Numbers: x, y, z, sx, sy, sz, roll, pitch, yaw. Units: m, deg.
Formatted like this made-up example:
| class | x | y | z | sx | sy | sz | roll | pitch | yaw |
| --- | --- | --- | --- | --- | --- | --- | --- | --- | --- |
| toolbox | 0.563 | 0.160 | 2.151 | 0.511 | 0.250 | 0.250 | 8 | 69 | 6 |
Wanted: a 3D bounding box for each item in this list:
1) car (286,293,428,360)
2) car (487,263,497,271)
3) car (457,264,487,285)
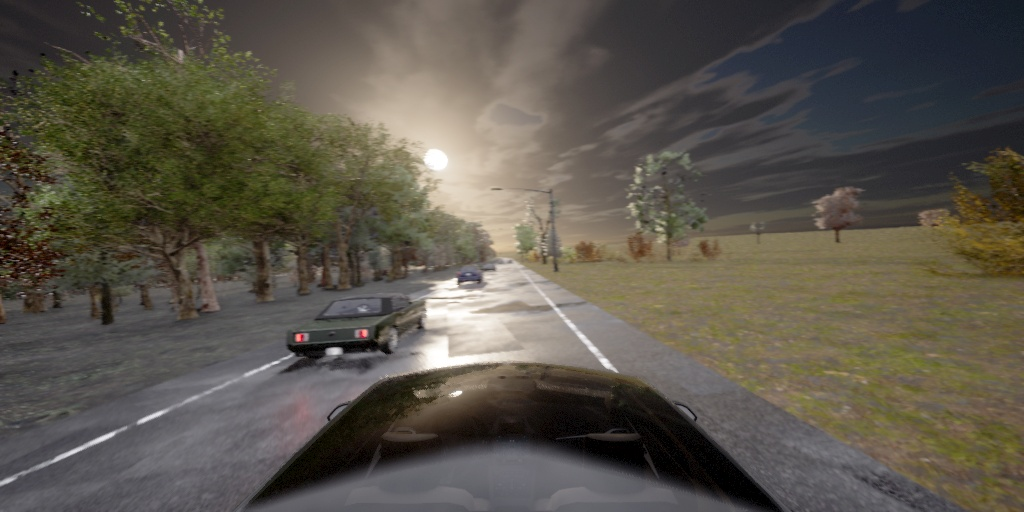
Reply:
| class | x | y | z | sx | sy | sz | roll | pitch | yaw |
| --- | --- | --- | --- | --- | --- | --- | --- | --- | --- |
| car | -3.593 | 1.642 | 9.426 | 1.895 | 1.301 | 4.718 | -4 | 0 | 0 |
| car | -3.809 | 2.007 | 62.638 | 1.994 | 1.385 | 4.181 | -4 | 0 | 0 |
| car | -3.702 | 1.574 | 32.315 | 2.097 | 1.767 | 4.553 | -4 | 0 | 0 |
